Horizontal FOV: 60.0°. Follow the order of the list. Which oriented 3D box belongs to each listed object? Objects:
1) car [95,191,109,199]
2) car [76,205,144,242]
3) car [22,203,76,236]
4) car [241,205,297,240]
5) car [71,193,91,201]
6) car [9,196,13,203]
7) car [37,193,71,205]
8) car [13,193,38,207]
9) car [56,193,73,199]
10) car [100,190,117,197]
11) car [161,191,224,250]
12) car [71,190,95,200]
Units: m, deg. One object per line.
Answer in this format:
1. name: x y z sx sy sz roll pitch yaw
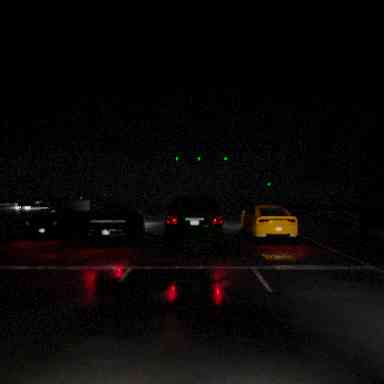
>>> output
1. car: -17.562 0.993 61.906 2.033 1.411 5.357 0 1 0
2. car: -3.416 1.371 15.600 2.128 1.511 4.902 0 1 0
3. car: -6.917 1.463 17.550 1.895 1.301 4.718 0 1 0
4. car: 3.584 1.354 16.210 1.882 1.535 5.008 0 0 0
5. car: -21.064 0.926 63.393 2.128 1.511 4.902 0 1 0
6. car: -28.055 1.019 54.621 1.837 1.490 4.892 0 1 0
7. car: -17.626 1.187 42.801 1.994 1.385 4.181 0 1 0
8. car: -21.114 1.178 43.792 1.994 1.385 4.181 0 1 0
9. car: -28.298 0.874 73.948 2.033 1.411 5.357 0 1 -3
10. car: -17.619 0.713 71.301 2.097 1.767 4.553 0 1 0
11. car: 0.087 1.117 13.965 2.150 2.045 5.566 0 1 0
12. car: -17.574 0.884 52.655 2.097 1.767 4.553 0 1 0
